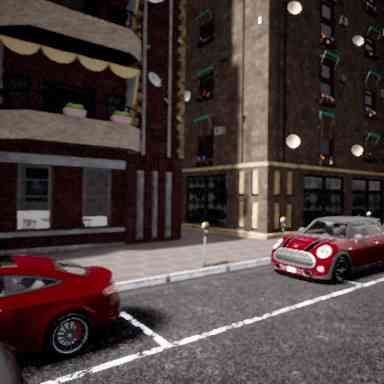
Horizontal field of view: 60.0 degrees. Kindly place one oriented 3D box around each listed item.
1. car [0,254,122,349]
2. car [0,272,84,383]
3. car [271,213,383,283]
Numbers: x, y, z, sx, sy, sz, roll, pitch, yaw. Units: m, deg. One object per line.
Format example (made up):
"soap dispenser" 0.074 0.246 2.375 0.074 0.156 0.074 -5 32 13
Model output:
"car" -3.045 1.582 4.472 4.206 1.307 1.802 0 1 -35
"car" -3.333 1.542 1.000 5.357 1.411 2.033 0 0 -35
"car" 4.176 1.462 9.682 4.097 1.590 1.967 0 1 -35
